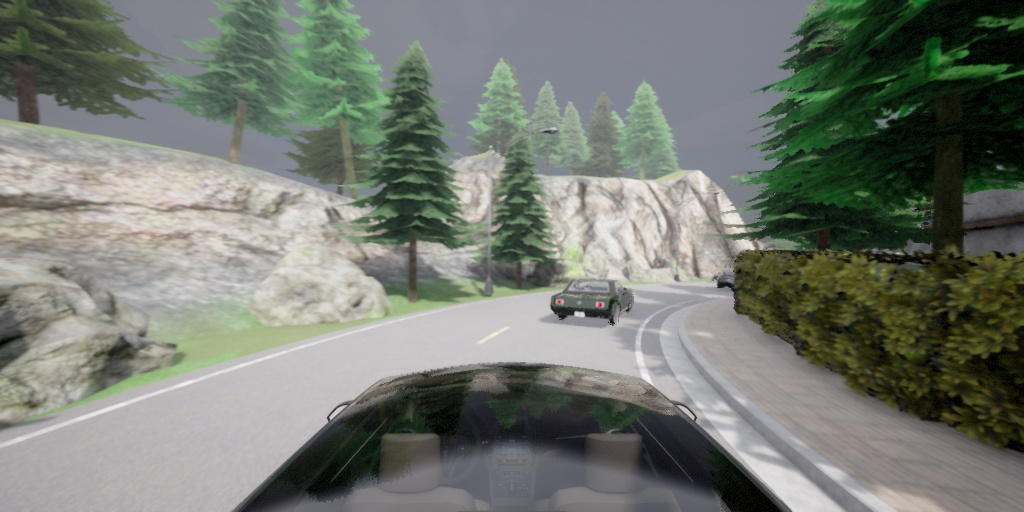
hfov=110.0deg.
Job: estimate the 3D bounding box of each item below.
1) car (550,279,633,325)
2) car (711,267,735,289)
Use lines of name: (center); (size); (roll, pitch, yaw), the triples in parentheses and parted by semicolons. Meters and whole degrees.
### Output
car: (2.977, 1.435, 12.458); (1.895, 1.301, 4.718); (1, 0, 27)
car: (16.291, 1.621, 25.220); (4.181, 1.385, 1.994); (1, 0, -33)
